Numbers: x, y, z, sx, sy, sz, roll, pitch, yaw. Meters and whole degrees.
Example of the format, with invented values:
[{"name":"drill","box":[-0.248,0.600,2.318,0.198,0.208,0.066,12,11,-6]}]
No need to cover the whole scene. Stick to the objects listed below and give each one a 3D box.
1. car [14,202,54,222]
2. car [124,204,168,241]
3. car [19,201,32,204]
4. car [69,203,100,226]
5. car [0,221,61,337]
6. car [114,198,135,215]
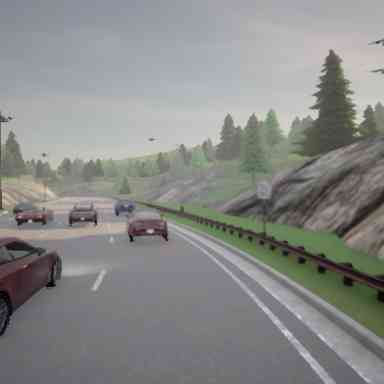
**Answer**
[{"name":"car","box":[-11.497,1.697,24.624,1.895,1.301,4.718,0,0,-15]},{"name":"car","box":[-2.347,1.559,16.901,1.812,1.442,4.674,0,0,-13]},{"name":"car","box":[-18.538,1.716,37.386,1.994,1.385,4.181,0,0,-15]},{"name":"car","box":[-7.757,1.565,24.087,2.128,1.511,4.902,0,0,-15]},{"name":"car","box":[-3.989,1.557,6.343,1.812,1.442,4.674,0,0,-6]},{"name":"car","box":[-7.101,1.434,35.262,2.097,1.767,4.553,0,0,-15]}]
